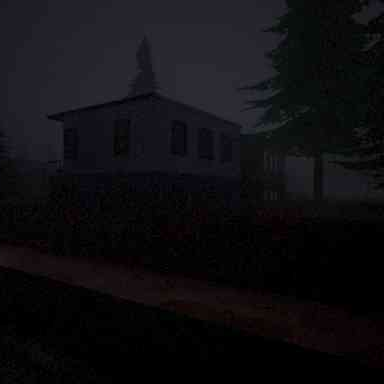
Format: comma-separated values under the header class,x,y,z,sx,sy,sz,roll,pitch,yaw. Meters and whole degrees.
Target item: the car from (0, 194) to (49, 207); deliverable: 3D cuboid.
class,x,y,z,sx,sy,sz,roll,pitch,yaw
car,-14.753,1.201,29.594,2.150,2.045,5.566,0,0,27
